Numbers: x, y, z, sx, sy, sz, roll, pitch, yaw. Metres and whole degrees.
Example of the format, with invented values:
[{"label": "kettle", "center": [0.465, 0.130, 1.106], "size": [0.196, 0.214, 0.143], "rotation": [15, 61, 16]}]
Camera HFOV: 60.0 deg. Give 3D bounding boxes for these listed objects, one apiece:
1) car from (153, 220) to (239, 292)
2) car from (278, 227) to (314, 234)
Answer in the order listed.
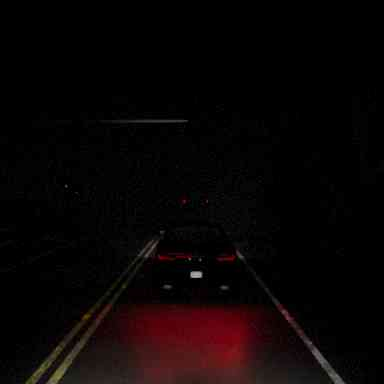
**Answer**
[{"label": "car", "center": [0.090, 1.514, 9.119], "size": [1.882, 1.535, 5.008], "rotation": [1, 0, 0]}, {"label": "car", "center": [9.771, 3.748, 28.691], "size": [4.718, 1.301, 1.895], "rotation": [1, -14, -6]}]
